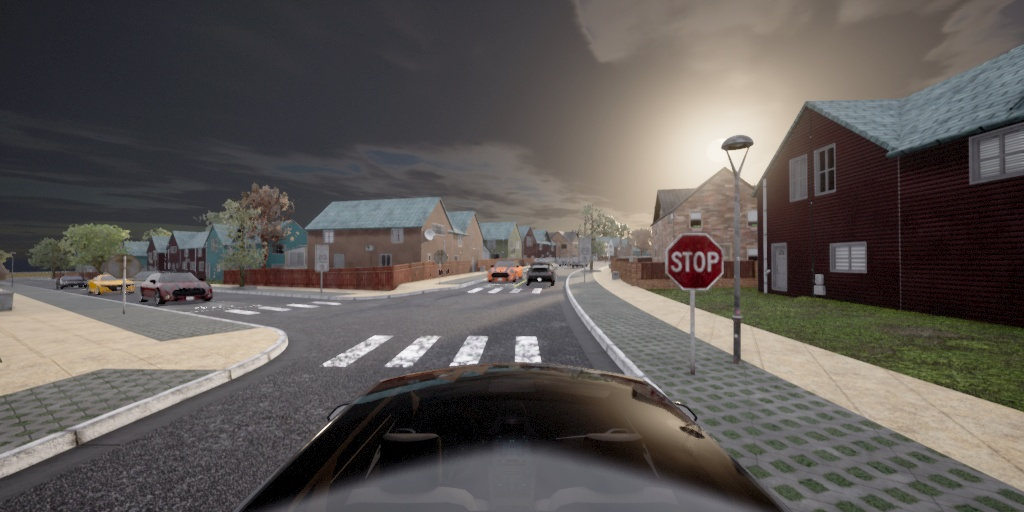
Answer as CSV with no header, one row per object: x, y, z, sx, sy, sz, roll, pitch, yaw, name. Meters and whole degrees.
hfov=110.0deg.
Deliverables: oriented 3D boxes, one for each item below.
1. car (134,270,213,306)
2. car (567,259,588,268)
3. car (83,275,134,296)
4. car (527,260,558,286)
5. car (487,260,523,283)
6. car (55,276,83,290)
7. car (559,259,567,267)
-18.072,1.614,19.269,4.553,1.767,2.097,-2,-2,33,car
10.865,1.159,57.408,2.033,1.411,5.357,0,0,22,car
-30.612,2.152,27.387,5.008,1.535,1.882,-2,-2,33,car
2.159,1.233,25.360,1.837,1.490,4.892,0,0,9,car
-0.448,1.083,27.536,2.097,1.767,4.553,0,0,10,car
-46.285,2.786,37.641,5.357,1.411,2.033,-2,-2,33,car
9.448,1.213,61.585,1.994,1.385,4.181,0,0,23,car
